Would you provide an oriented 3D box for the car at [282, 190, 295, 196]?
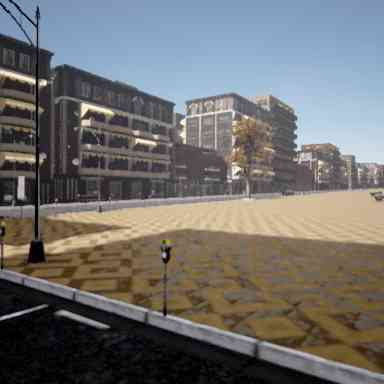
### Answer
[{"bbox_3d":[23.115,0.229,79.741,1.882,1.535,5.008,1,1,35],"label":"car"}]
